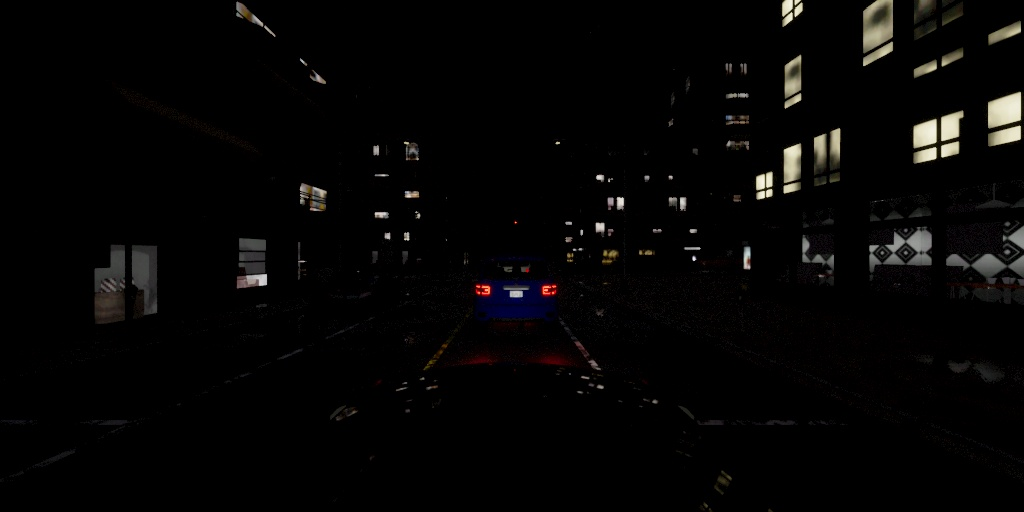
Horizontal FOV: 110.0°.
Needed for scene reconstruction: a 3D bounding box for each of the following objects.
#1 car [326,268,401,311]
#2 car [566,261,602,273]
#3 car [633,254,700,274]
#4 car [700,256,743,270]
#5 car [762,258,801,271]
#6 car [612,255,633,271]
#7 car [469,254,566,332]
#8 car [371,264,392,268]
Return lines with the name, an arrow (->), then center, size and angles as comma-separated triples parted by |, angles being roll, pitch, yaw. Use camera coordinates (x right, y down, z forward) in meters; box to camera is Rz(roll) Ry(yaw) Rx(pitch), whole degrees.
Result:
car -> -5.736, 1.332, 14.384 | 1.802, 1.307, 4.207 | 0, 0, 0
car -> 7.387, 1.190, 39.584 | 4.718, 1.301, 1.895 | -1, 0, -8
car -> 14.721, 0.778, 34.358 | 5.009, 1.841, 2.192 | 0, 0, 0
car -> 23.282, 0.770, 40.220 | 5.008, 1.535, 1.882 | -1, 0, -1
car -> 25.815, 0.822, 34.451 | 4.313, 1.339, 1.948 | 0, 0, 0
car -> 14.589, 0.764, 42.737 | 5.009, 1.841, 2.192 | 0, 0, 0
car -> 0.101, 0.971, 10.979 | 2.150, 2.045, 5.566 | 0, 0, 0
car -> -15.094, 1.603, 39.897 | 4.718, 1.301, 1.895 | -1, 0, 0
